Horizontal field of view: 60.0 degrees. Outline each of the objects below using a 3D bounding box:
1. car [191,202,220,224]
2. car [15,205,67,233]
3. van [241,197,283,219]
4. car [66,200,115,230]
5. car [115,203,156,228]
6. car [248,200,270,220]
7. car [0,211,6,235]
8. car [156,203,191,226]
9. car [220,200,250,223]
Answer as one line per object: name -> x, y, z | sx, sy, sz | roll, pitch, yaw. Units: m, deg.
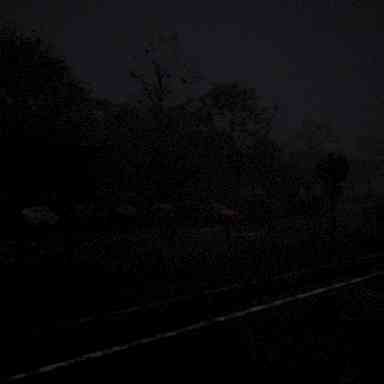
car -> -0.345, 1.660, 26.522 | 2.163, 1.488, 4.792 | 1, 0, -36
car -> -9.355, 1.572, 20.038 | 2.002, 1.452, 4.674 | 1, 0, -36
van -> 6.512, 1.481, 31.248 | 1.878, 1.987, 4.442 | 1, 0, -36
car -> -7.117, 1.431, 21.681 | 2.185, 1.767, 4.553 | 1, 0, -36
car -> -4.845, 1.581, 23.275 | 2.097, 1.535, 5.008 | 1, 0, -36
car -> 4.170, 1.711, 29.752 | 2.163, 1.488, 4.792 | 1, 0, -36
car -> -11.611, 1.508, 18.421 | 2.097, 1.535, 5.008 | 1, 0, -36
car -> -2.581, 1.607, 24.879 | 2.231, 1.521, 4.892 | 1, 0, -36
car -> 2.036, 1.653, 27.961 | 1.946, 1.575, 5.366 | 1, 0, -36
